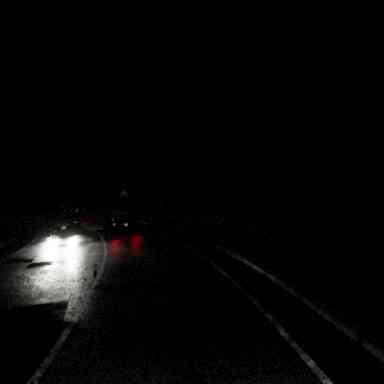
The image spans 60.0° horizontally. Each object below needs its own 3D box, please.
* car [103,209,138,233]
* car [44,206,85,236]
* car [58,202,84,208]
[{"bbox_3d":[-4.904,1.871,22.543,1.812,1.442,4.674,-1,-1,-22],"label":"car"},{"bbox_3d":[-8.677,1.950,22.132,2.128,1.511,4.902,-1,-1,-25],"label":"car"},{"bbox_3d":[-14.012,2.197,37.832,2.150,2.045,5.566,-2,-1,-39],"label":"car"}]
